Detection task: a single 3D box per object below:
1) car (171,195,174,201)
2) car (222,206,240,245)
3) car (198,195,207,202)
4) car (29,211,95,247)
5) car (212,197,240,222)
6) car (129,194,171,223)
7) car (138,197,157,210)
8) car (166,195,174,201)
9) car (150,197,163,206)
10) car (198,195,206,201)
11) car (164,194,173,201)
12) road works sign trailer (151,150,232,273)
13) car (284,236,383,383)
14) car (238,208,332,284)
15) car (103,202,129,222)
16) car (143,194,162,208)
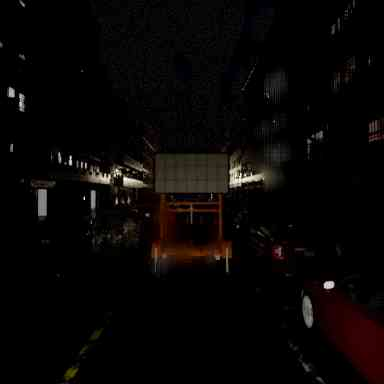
[{"bbox_3d":[-5.803,1.292,77.154,2.192,1.841,5.009,0,0,0],"label":"car"},{"bbox_3d":[2.670,1.550,15.161,2.008,1.369,4.403,0,0,0],"label":"car"},{"bbox_3d":[2.576,1.503,77.332,1.752,1.417,4.829,0,0,0],"label":"car"},{"bbox_3d":[-5.711,1.565,15.152,1.947,1.339,4.313,0,0,0],"label":"car"},{"bbox_3d":[2.654,1.312,26.435,2.192,1.841,5.009,0,0,0],"label":"car"},{"bbox_3d":[-3.037,1.219,25.455,2.150,2.045,5.566,0,0,0],"label":"car"},{"bbox_3d":[-5.753,1.432,43.335,1.967,1.590,4.097,0,0,0],"label":"car"},{"bbox_3d":[-5.821,1.516,88.427,1.887,1.381,4.507,0,0,0],"label":"car"},{"bbox_3d":[-5.771,1.570,54.608,1.802,1.307,4.206,0,0,0],"label":"car"},{"bbox_3d":[2.559,1.516,88.435,1.887,1.381,4.507,0,0,0],"label":"car"},{"bbox_3d":[-5.813,1.414,82.789,1.967,1.590,4.097,0,0,0],"label":"car"},{"bbox_3d":[-0.015,0.464,10.654,2.380,3.560,2.880,0,0,0],"label":"road works sign trailer"},{"bbox_3d":[2.687,1.545,3.889,1.887,1.381,4.507,0,0,0],"label":"car"},{"bbox_3d":[2.679,1.440,9.526,1.967,1.590,4.097,0,0,0],"label":"car"},{"bbox_3d":[-5.728,1.523,26.255,1.752,1.417,4.829,0,0,0],"label":"car"},{"bbox_3d":[-5.761,1.305,48.972,2.192,1.841,5.009,0,0,0],"label":"car"}]
